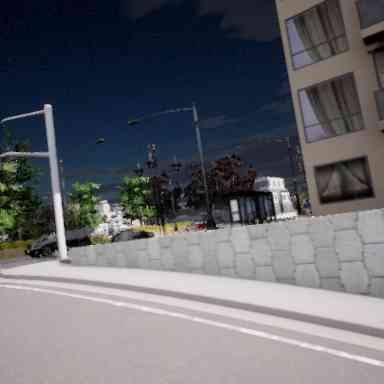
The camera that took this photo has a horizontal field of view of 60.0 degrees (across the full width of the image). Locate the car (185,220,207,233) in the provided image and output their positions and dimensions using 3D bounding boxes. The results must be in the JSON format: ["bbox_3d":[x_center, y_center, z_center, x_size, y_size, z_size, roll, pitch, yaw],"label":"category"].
[{"bbox_3d":[0.927,4.651,45.627,1.812,1.442,4.674,-12,-7,36],"label":"car"}]

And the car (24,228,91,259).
[{"bbox_3d":[-11.500,4.404,28.849,2.150,2.045,5.566,-12,-7,36],"label":"car"}]

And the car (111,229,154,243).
[{"bbox_3d":[-5.466,4.102,30.809,1.994,1.385,4.181,-12,-7,36],"label":"car"}]
